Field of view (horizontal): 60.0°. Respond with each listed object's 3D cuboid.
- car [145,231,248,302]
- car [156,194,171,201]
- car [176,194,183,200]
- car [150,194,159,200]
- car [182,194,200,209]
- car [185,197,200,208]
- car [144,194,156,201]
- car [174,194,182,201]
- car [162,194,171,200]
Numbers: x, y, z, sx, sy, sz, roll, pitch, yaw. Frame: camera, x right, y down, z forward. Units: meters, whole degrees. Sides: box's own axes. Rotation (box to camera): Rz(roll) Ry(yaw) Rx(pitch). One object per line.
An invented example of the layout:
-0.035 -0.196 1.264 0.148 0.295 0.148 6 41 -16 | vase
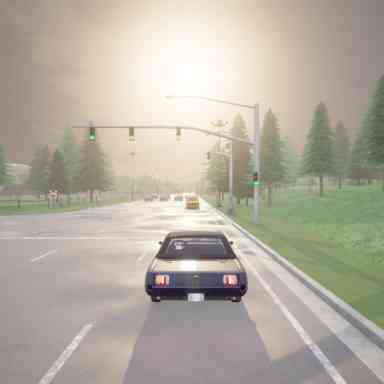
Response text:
0.095 1.600 8.185 1.895 1.301 4.718 0 0 1 | car
-6.838 1.526 80.487 2.033 1.411 5.357 0 0 0 | car
-3.317 1.351 90.900 1.812 1.442 4.674 0 0 0 | car
-10.317 1.327 90.914 1.837 1.490 4.892 0 0 0 | car
-0.017 1.075 46.404 1.882 1.535 5.008 -3 17 -2 | car
0.076 1.573 49.853 2.033 1.411 5.357 -1 1 0 | car
-10.338 1.526 80.494 2.033 1.411 5.357 0 0 0 | car
-3.337 1.540 80.896 1.994 1.385 4.181 0 0 0 | car
-6.817 1.367 90.907 2.033 1.411 5.357 0 0 0 | car
